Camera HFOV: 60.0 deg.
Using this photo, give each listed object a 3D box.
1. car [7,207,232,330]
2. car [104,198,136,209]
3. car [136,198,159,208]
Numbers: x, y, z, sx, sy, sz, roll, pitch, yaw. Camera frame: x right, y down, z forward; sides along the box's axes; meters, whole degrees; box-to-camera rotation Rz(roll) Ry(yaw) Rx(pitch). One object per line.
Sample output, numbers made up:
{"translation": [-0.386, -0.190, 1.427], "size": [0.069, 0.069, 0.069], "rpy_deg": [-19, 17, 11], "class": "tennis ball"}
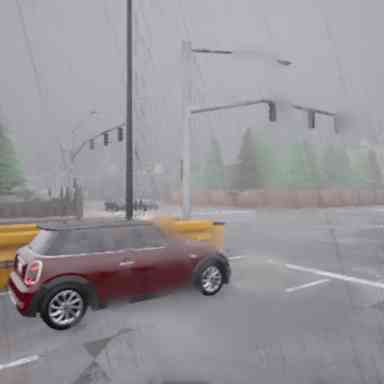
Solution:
{"translation": [-1.307, 1.350, 7.138], "size": [4.553, 1.767, 2.097], "rpy_deg": [0, 0, -35], "class": "car"}
{"translation": [-8.913, 1.493, 39.734], "size": [1.837, 1.490, 4.892], "rpy_deg": [0, 0, -36], "class": "car"}
{"translation": [-5.918, 1.512, 41.567], "size": [1.812, 1.442, 4.674], "rpy_deg": [0, 0, -36], "class": "car"}
